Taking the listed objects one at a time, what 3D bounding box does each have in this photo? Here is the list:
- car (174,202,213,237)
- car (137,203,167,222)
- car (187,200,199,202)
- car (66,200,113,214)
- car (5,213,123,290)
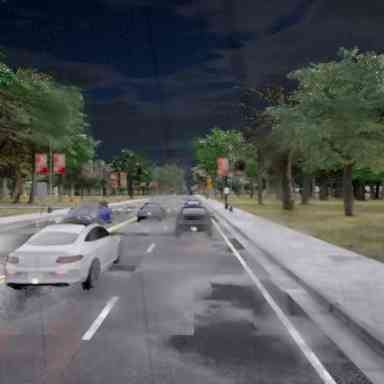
[{"bbox_3d":[0.104,1.511,18.115,1.837,1.490,4.892,0,0,0],"label":"car"},{"bbox_3d":[-3.145,1.575,26.516,1.994,1.385,4.181,0,0,0],"label":"car"},{"bbox_3d":[0.107,1.542,34.712,1.812,1.442,4.674,0,0,0],"label":"car"},{"bbox_3d":[-6.570,1.360,21.531,2.097,1.767,4.553,0,0,0],"label":"car"},{"bbox_3d":[-3.148,1.528,8.988,1.812,1.442,4.674,0,0,0],"label":"car"}]
